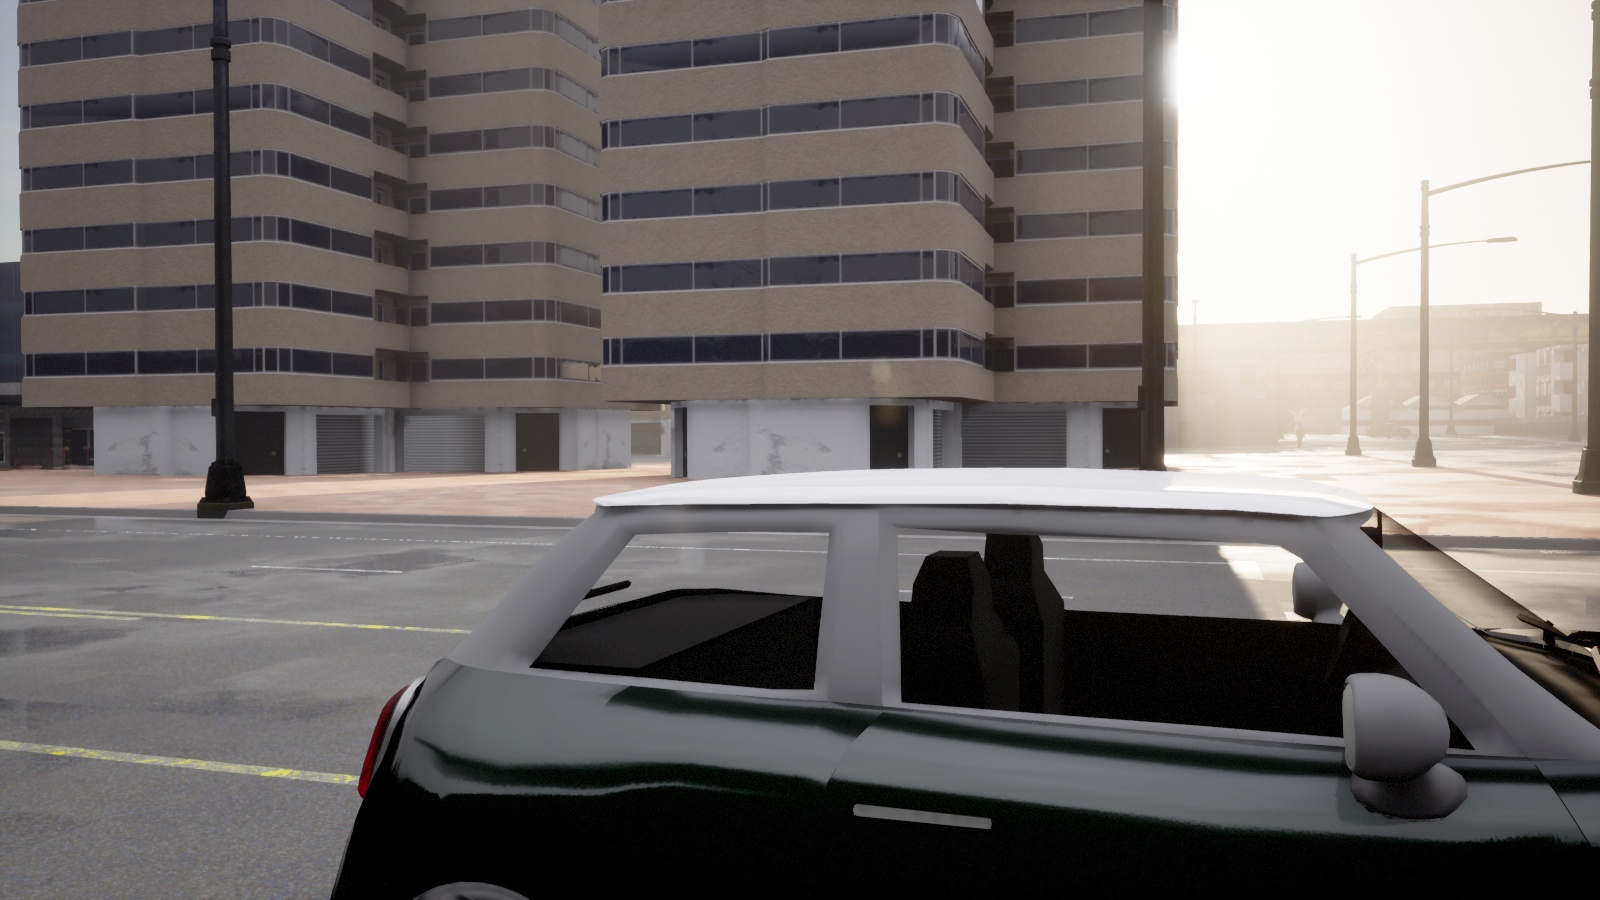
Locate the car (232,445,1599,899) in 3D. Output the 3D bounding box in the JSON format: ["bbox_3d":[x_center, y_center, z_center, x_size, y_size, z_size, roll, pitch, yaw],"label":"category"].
[{"bbox_3d":[0.941,0.749,2.925,3.806,1.475,1.970,1,1,19],"label":"car"}]
